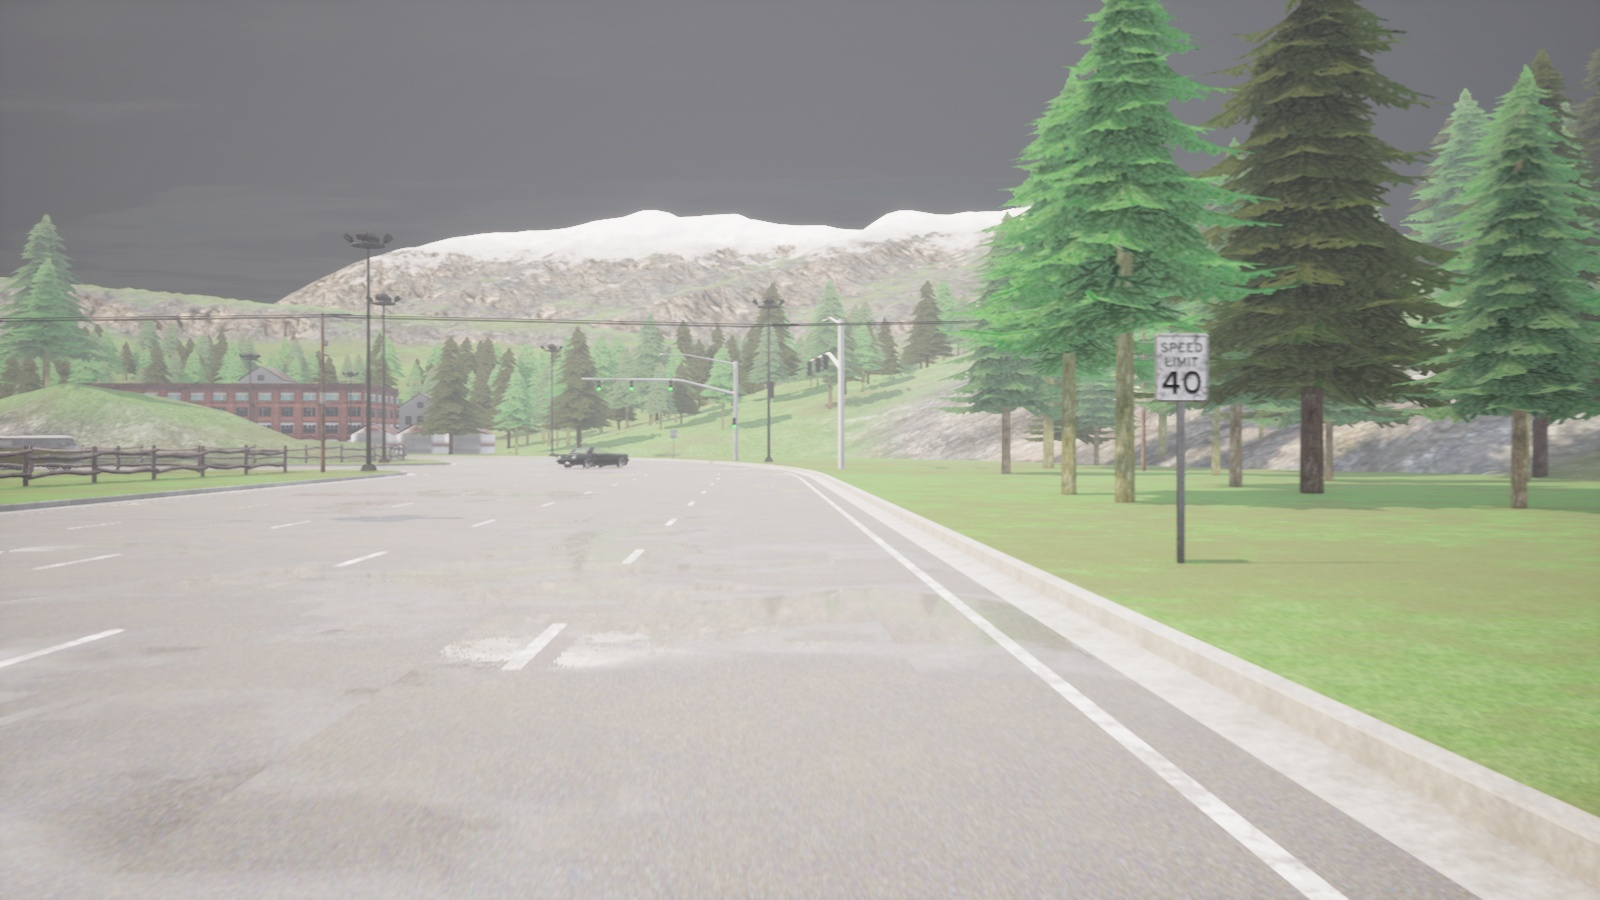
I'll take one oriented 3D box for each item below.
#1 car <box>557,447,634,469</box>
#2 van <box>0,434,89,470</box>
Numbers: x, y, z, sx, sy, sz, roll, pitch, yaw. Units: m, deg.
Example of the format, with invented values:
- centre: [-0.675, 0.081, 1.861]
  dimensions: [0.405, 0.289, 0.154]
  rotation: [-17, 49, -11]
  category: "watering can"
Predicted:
- centre: [-12.391, 0.461, 76.217]
  dimensions: [1.895, 1.301, 4.718]
  rotation: [0, 0, 34]
  category: "car"
- centre: [-42.682, 0.125, 70.558]
  dimensions: [4.442, 1.987, 1.775]
  rotation: [0, 0, -3]
  category: "van"
